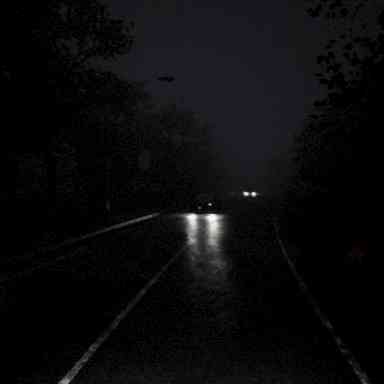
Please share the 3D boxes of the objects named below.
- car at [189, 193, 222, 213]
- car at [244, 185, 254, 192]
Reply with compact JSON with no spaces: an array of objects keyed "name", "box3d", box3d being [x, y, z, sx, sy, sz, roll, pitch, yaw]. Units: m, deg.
[{"name":"car","box3d":[1.163,0.791,26.177,1.812,1.442,4.674,0,2,15]},{"name":"car","box3d":[11.372,-0.653,65.941,1.895,1.301,4.718,1,2,8]}]
